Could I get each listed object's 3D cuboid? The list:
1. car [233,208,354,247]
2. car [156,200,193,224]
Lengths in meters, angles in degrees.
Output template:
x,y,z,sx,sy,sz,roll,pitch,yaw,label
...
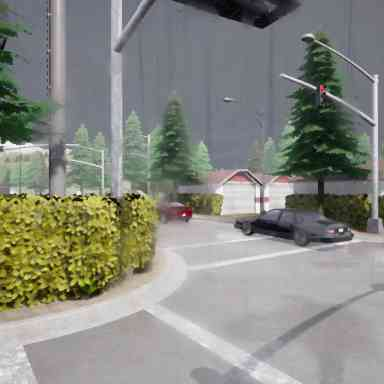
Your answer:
x,y,z,sx,sy,sz,roll,pitch,yaw,label
4.253,1.422,14.787,2.033,1.411,5.357,0,2,-35,car
-1.945,1.305,23.380,1.882,1.535,5.008,-1,1,-35,car
